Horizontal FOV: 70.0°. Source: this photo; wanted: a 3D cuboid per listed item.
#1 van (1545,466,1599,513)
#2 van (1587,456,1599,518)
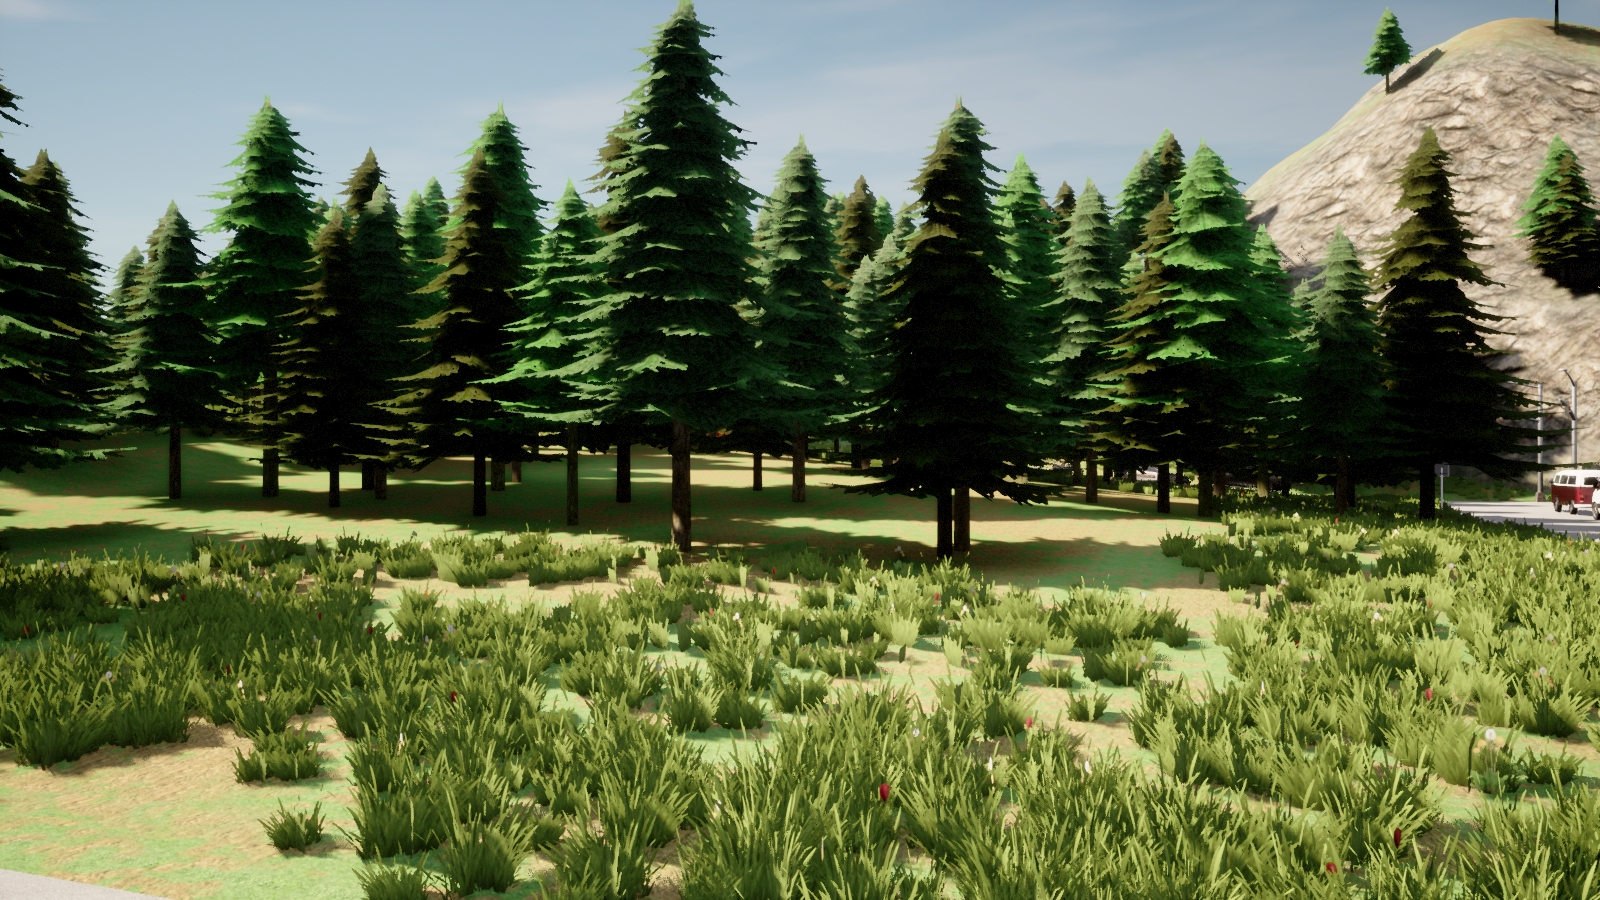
[{"bbox_3d":[36.159,1.782,52.642,2.069,2.038,4.480,0,0,20],"label":"van"},{"bbox_3d":[33.726,1.534,45.978,1.988,2.561,5.915,0,0,20],"label":"van"}]
